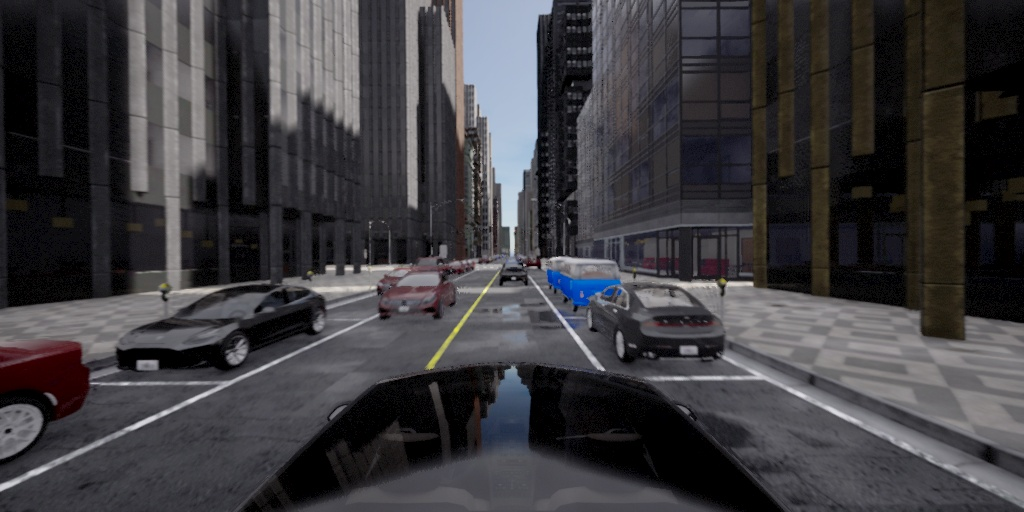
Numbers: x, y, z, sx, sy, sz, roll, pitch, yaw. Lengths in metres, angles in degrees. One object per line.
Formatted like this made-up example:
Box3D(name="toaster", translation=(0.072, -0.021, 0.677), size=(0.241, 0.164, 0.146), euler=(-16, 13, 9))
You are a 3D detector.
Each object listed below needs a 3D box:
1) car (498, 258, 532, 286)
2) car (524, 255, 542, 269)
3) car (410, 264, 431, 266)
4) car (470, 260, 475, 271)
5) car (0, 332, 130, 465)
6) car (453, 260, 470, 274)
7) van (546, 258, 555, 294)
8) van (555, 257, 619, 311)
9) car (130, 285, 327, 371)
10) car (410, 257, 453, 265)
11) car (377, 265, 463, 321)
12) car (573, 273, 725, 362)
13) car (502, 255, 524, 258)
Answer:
Box3D(name="car", translation=(0.109, 1.121, 24.236), size=(1.837, 1.490, 4.892), euler=(-1, 0, 0))
Box3D(name="car", translation=(2.794, 0.777, 47.172), size=(2.192, 1.841, 5.009), euler=(0, 0, 0))
Box3D(name="car", translation=(-5.731, 1.282, 19.061), size=(1.802, 1.307, 4.207), euler=(0, 0, 0))
Box3D(name="car", translation=(-5.731, 1.153, 41.534), size=(1.802, 1.307, 4.207), euler=(0, 0, 0))
Box3D(name="car", translation=(-5.731, 1.344, 2.206), size=(1.888, 1.381, 4.507), euler=(0, 0, 0))
Box3D(name="car", translation=(-5.731, 1.148, 35.916), size=(1.888, 1.381, 4.507), euler=(0, 0, 0))
Box3D(name="van", translation=(2.794, 0.963, 19.078), size=(1.690, 1.789, 3.998), euler=(0, 0, 0))
Box3D(name="van", translation=(2.794, 0.996, 13.460), size=(1.690, 1.789, 3.998), euler=(0, 0, 0))
Box3D(name="car", translation=(-5.731, 1.332, 7.825), size=(1.948, 1.339, 4.313), euler=(0, 0, 0))
Box3D(name="car", translation=(-5.731, 0.982, 24.679), size=(2.192, 1.841, 5.009), euler=(0, 0, 0))
Box3D(name="car", translation=(-3.071, 1.239, 12.547), size=(1.812, 1.442, 4.674), euler=(-1, 0, 0))
Box3D(name="car", translation=(2.794, 1.239, 7.841), size=(2.007, 1.370, 4.403), euler=(0, 0, 0))
Box3D(name="car", translation=(0.110, 1.003, 40.306), size=(1.882, 1.535, 5.008), euler=(-1, 0, 0))
